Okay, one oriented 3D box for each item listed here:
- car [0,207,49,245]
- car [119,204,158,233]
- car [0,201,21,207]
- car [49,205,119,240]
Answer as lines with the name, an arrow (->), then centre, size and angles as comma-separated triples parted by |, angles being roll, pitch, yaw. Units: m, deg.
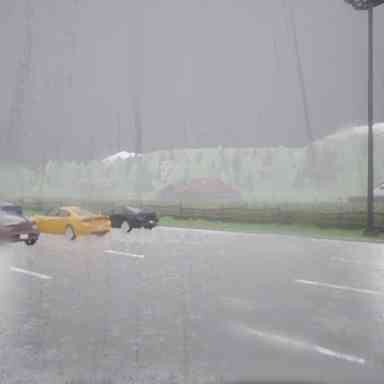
car -> -8.309, 1.530, 14.056 | 4.674, 1.442, 1.812 | 0, 0, 35
car -> -4.273, 1.482, 19.776 | 5.008, 1.535, 1.882 | 0, 0, 35
car -> -16.529, 1.482, 28.424 | 5.008, 1.535, 1.882 | 0, 0, 35
car -> -6.291, 1.482, 16.916 | 5.008, 1.535, 1.882 | 0, 0, 35
